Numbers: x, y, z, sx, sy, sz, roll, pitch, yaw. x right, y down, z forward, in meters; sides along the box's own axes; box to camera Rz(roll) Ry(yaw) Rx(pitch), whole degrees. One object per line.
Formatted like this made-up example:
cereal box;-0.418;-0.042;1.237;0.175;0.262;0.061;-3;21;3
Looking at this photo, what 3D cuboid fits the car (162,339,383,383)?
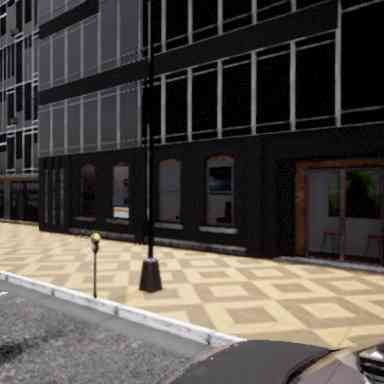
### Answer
car;1.648;1.551;1.695;4.403;1.369;2.008;0;0;35
